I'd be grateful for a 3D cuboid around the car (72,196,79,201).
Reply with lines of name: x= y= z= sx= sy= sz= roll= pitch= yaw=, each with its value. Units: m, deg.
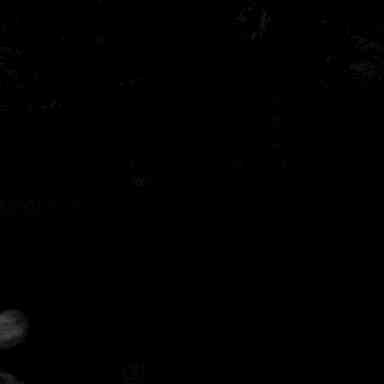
car: x=-20.256 y=1.039 z=61.210 sx=1.946 sy=1.575 sz=5.366 roll=-1 pitch=3 yaw=32
